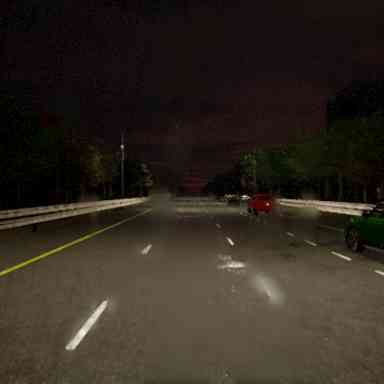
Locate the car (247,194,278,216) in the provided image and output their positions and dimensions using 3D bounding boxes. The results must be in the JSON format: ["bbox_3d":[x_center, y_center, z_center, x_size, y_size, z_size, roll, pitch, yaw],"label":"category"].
[{"bbox_3d":[7.007,1.246,33.383,2.150,2.045,5.566,0,0,0],"label":"car"}]

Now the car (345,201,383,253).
[{"bbox_3d":[6.996,1.225,10.548,2.150,2.045,5.566,0,0,0],"label":"car"}]

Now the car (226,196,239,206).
[{"bbox_3d":[7.076,1.601,57.692,1.837,1.490,4.892,0,0,0],"label":"car"}]
